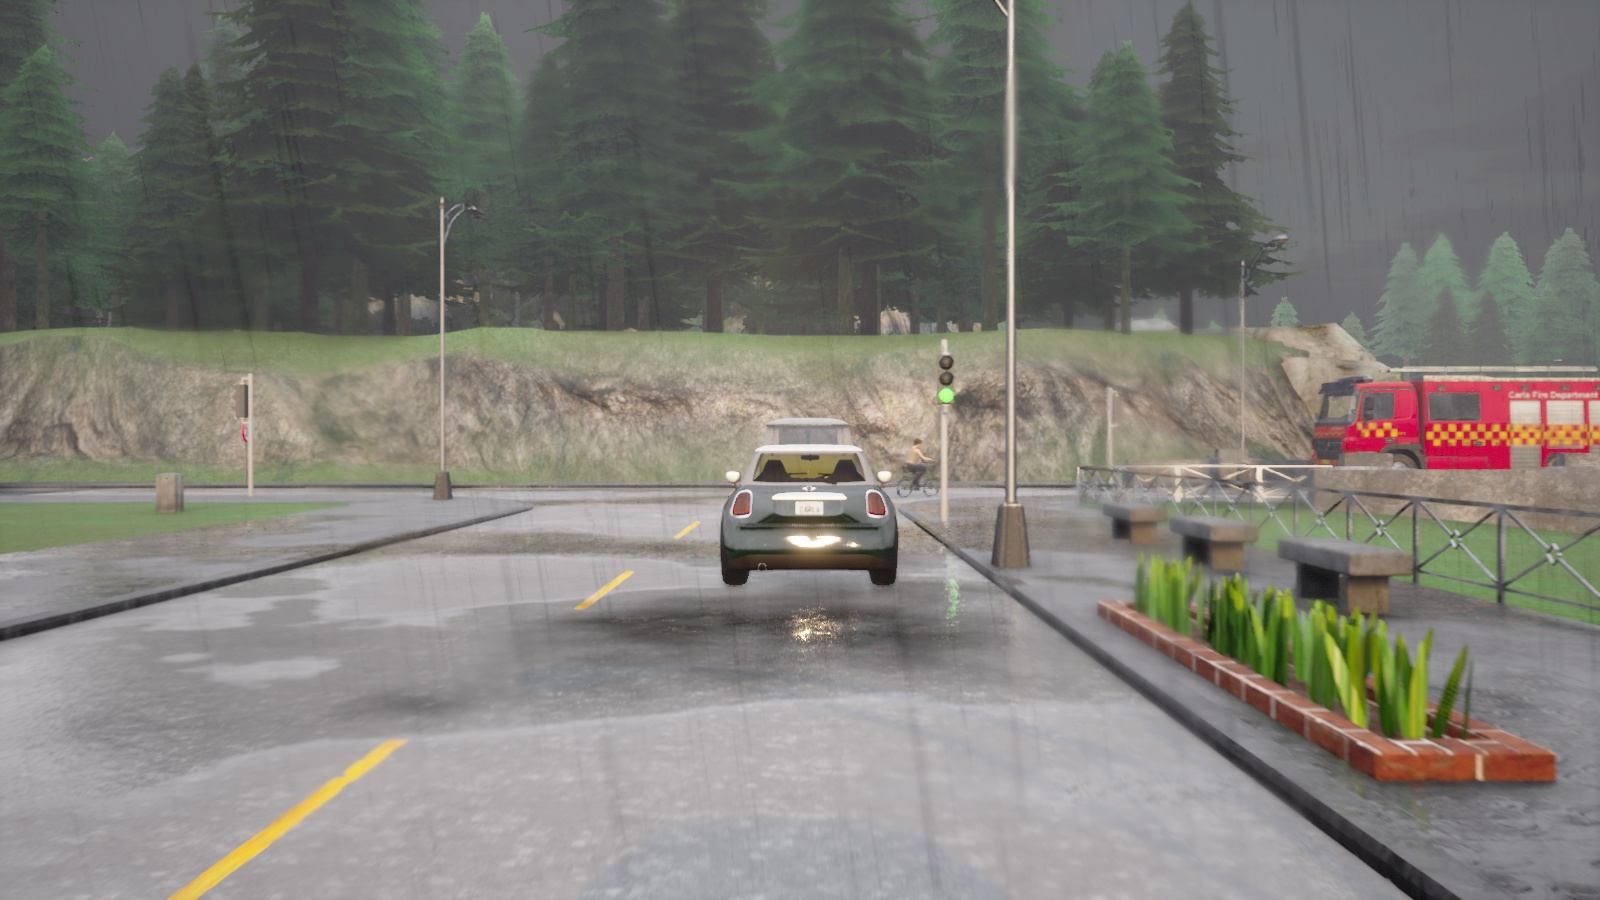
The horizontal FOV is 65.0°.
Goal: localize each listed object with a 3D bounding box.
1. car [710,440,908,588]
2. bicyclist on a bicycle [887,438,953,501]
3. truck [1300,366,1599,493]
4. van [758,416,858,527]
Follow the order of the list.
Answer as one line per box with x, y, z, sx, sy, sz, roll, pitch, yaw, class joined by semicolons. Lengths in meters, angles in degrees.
0.099;0.630;14.445;1.970;1.475;3.806;0;0;0;car
3.228;0.496;33.696;1.509;1.612;0.866;0;3;-36;bicyclist on a bicycle
20.455;-0.623;39.243;8.468;3.827;2.891;0;0;0;truck
0.157;0.362;24.643;1.775;1.987;4.442;0;0;0;van
